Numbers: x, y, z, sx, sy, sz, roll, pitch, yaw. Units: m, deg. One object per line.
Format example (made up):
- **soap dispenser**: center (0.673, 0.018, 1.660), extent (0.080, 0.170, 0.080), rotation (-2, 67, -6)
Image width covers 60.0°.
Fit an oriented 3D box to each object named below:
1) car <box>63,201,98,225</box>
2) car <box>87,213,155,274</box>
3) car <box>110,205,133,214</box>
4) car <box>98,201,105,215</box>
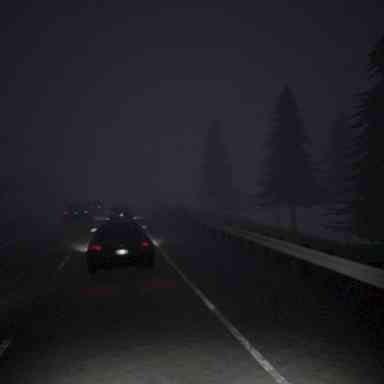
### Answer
- **car**: center (-9.634, 1.727, 28.621), extent (2.097, 1.767, 4.553), rotation (-2, 0, -10)
- **car**: center (-2.424, 1.668, 11.249), extent (1.994, 1.385, 4.181), rotation (-2, 0, -13)
- **car**: center (-6.017, 1.823, 28.523), extent (1.994, 1.385, 4.181), rotation (-2, 0, -11)
- **car**: center (-11.781, 1.822, 40.162), extent (2.097, 1.767, 4.553), rotation (-2, 0, -10)
